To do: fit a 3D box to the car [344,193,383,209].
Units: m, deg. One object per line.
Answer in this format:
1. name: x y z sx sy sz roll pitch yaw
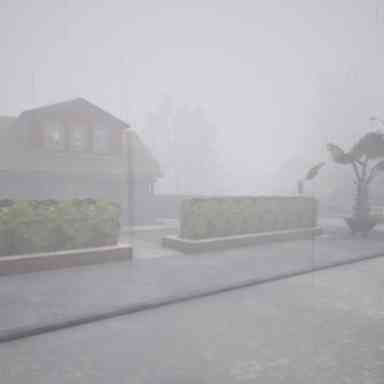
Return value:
1. car: 19.542 1.028 37.717 3.866 1.878 1.905 0 0 0
